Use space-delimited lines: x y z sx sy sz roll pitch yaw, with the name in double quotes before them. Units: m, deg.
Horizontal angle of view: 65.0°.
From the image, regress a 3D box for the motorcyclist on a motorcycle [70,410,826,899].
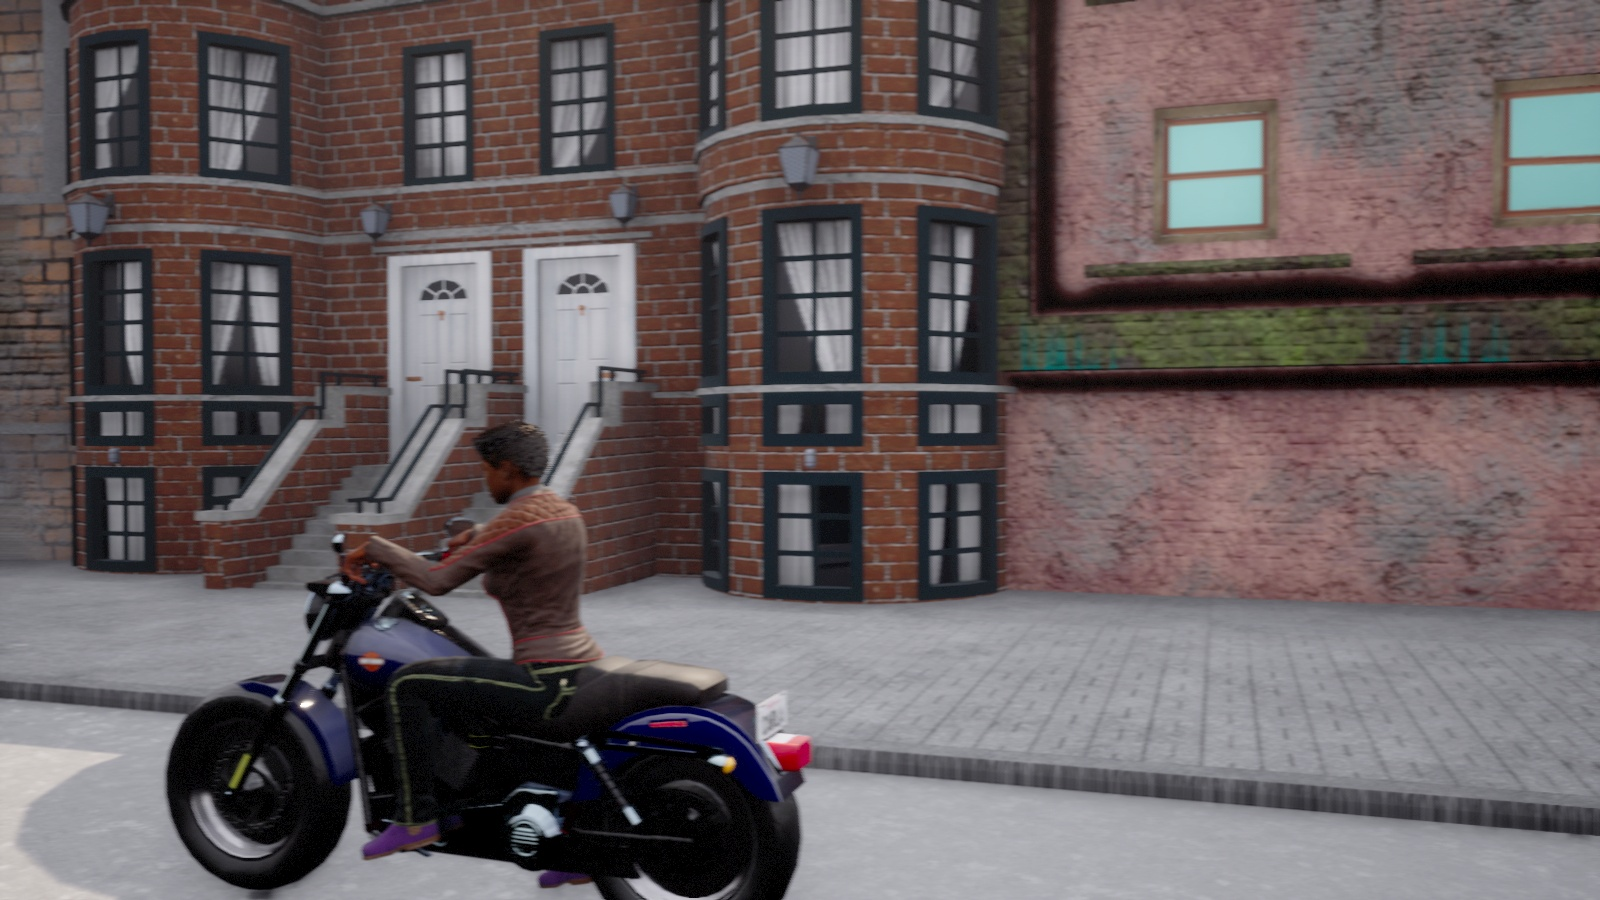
"motorcyclist on a motorcycle" -1.153 0.707 4.107 2.350 1.649 0.766 0 1 19
